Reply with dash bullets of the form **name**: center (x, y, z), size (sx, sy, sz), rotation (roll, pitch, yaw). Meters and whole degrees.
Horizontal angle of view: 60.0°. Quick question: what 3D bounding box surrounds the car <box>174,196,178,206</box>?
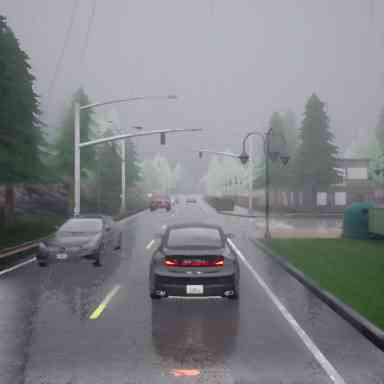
- **car**: center (-3.702, 1.515, 53.258), size (1.812, 1.442, 4.674), rotation (0, 0, -1)

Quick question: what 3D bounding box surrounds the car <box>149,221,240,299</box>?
- **car**: center (0.056, 1.503, 8.417), size (1.837, 1.490, 4.892), rotation (0, 0, 0)

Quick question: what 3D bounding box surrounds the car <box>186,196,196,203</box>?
- **car**: center (-0.135, 1.551, 66.625), size (1.994, 1.385, 4.181), rotation (0, 0, 0)

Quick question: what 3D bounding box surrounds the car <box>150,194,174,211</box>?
- **car**: center (-3.681, 1.214, 39.972), size (2.150, 2.045, 5.566), rotation (0, 0, 0)

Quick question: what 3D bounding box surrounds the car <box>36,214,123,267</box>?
- **car**: center (-3.609, 1.523, 11.540), size (1.812, 1.442, 4.674), rotation (0, 0, 0)
